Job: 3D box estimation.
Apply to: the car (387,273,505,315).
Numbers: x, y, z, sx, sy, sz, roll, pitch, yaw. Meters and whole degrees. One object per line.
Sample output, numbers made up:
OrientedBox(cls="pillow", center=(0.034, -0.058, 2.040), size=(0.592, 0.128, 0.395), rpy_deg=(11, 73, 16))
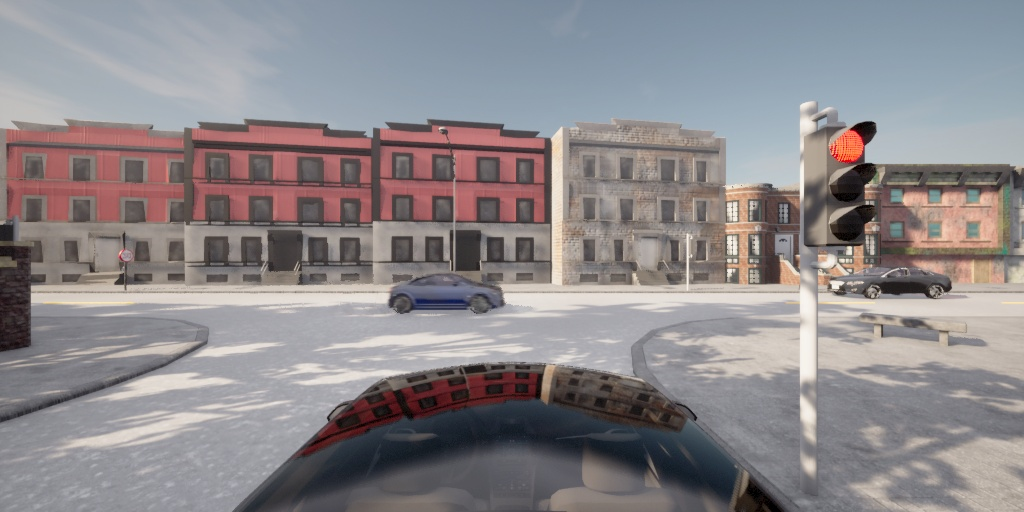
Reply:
OrientedBox(cls="car", center=(-2.350, 1.314, 13.153), size=(4.181, 1.385, 1.994), rpy_deg=(0, 0, 0))

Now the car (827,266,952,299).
OrientedBox(cls="car", center=(18.123, 1.242, 17.366), size=(4.902, 1.511, 2.128), rpy_deg=(0, 0, 0))
